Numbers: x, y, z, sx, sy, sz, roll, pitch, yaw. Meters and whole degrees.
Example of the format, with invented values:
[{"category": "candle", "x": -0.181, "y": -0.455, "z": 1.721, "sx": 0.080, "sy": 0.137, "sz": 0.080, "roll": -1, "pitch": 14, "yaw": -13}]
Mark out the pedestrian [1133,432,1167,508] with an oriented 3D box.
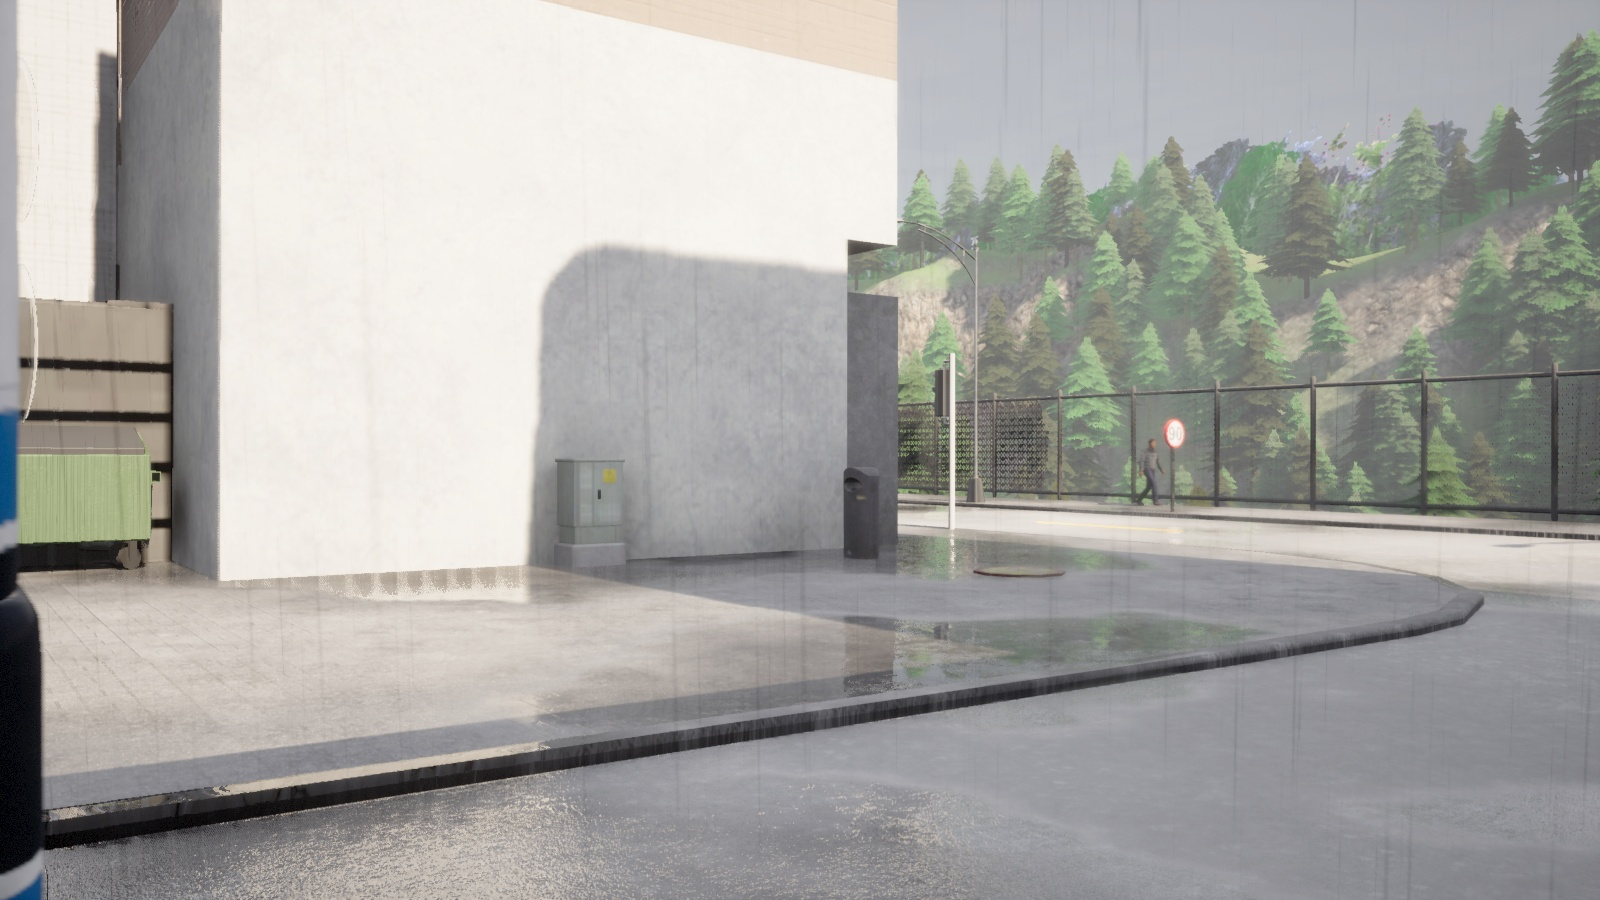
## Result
[{"category": "pedestrian", "x": 9.182, "y": 0.516, "z": 32.970, "sx": 0.423, "sy": 1.949, "sz": 0.788, "roll": 0, "pitch": 0, "yaw": -31}]
